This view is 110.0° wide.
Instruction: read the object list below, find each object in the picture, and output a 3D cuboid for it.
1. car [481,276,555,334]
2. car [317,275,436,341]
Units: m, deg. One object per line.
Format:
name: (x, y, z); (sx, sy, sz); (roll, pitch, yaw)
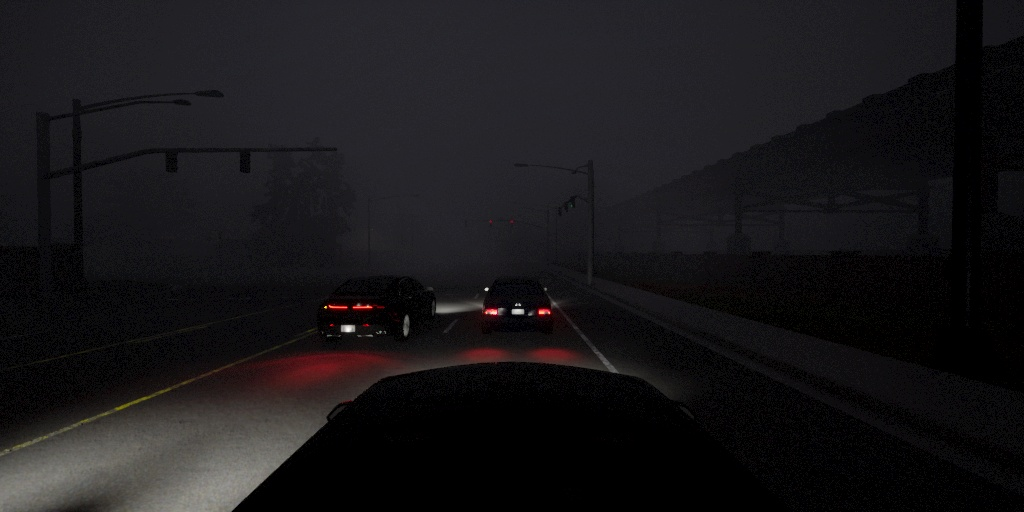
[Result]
car: (0.124, 1.301, 10.598); (2.033, 1.411, 5.357); (0, 0, 0)
car: (-3.382, 1.255, 9.831); (1.837, 1.490, 4.892); (0, 0, 0)
